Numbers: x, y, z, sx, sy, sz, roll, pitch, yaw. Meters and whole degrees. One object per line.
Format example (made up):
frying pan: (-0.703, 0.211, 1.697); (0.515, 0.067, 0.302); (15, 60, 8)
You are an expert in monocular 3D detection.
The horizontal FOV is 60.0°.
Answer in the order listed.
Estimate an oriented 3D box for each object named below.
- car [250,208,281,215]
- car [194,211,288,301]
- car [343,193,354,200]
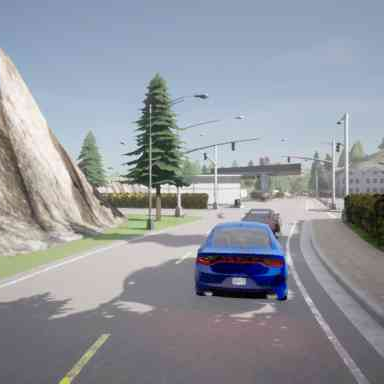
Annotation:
car: (3.699, 1.564, 17.701); (1.994, 1.385, 4.181); (0, 0, 17)
car: (1.293, 1.478, 8.513); (1.882, 1.535, 5.008); (0, 0, 10)
car: (40.213, 1.077, 83.015); (3.866, 1.878, 1.905); (0, 0, 19)
